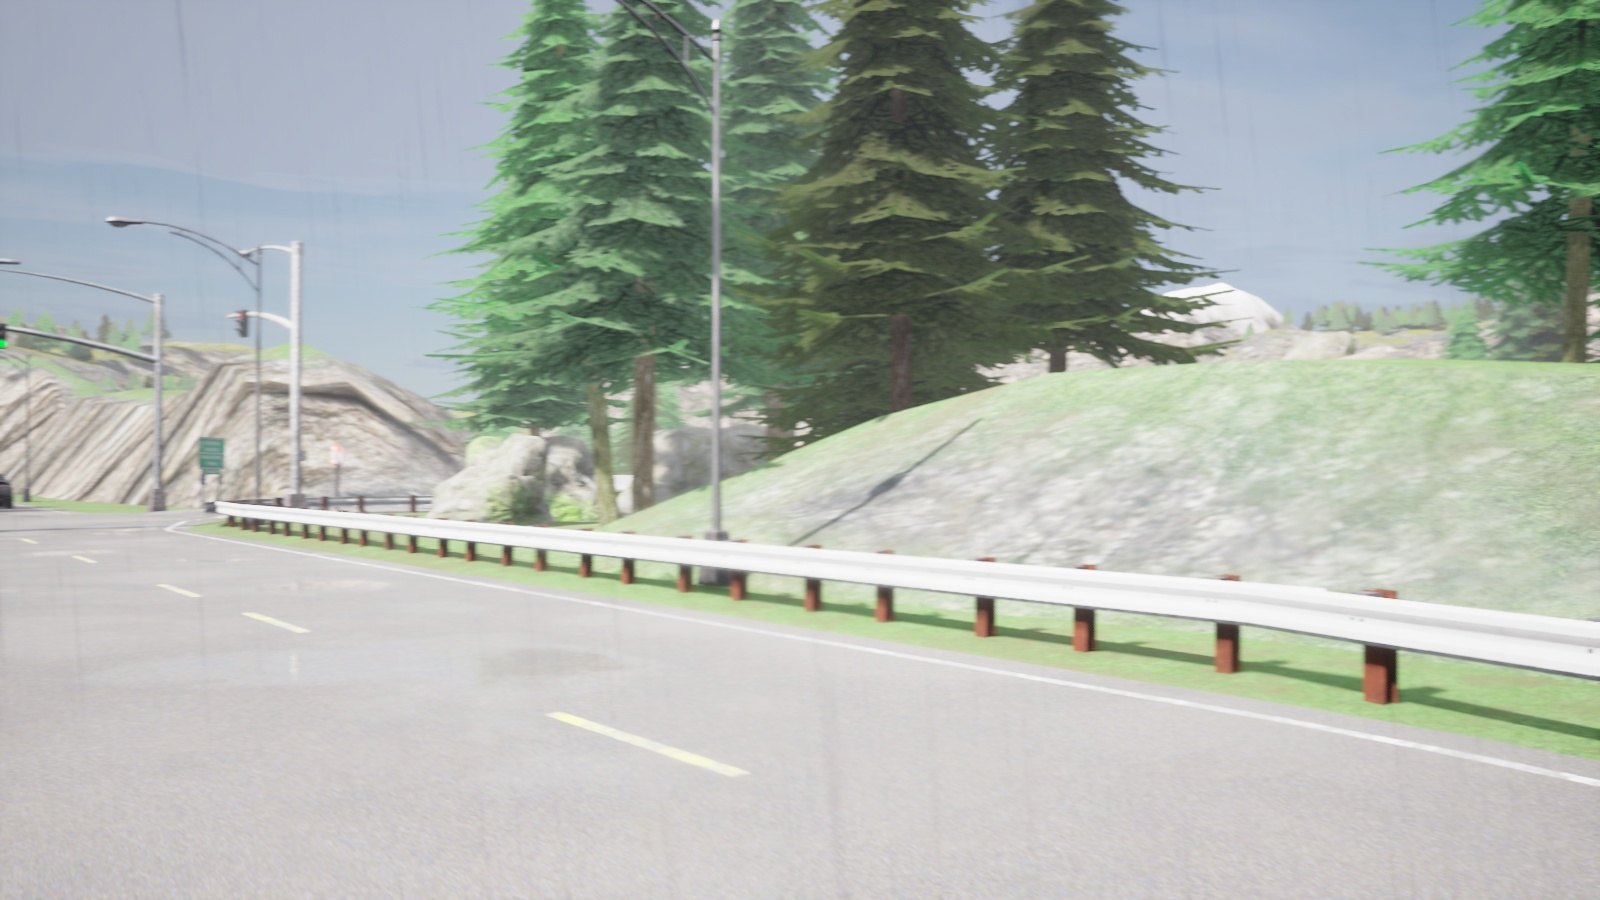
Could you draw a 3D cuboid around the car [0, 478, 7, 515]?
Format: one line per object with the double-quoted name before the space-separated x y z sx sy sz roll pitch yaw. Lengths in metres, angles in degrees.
"car" -34.550 1.918 52.225 2.128 1.511 4.902 0 -1 -39
